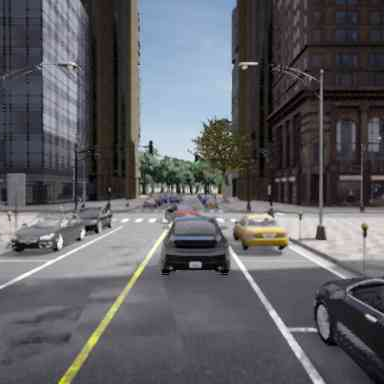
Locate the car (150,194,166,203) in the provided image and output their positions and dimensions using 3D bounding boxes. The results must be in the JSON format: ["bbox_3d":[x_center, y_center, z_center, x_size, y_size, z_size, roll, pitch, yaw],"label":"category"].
[{"bbox_3d":[-5.765,1.261,51.883,2.192,1.841,5.009,-1,0,0],"label":"car"}]

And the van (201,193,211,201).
[{"bbox_3d":[2.760,1.287,51.890,1.690,1.788,3.998,-1,0,0],"label":"van"}]

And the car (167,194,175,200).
[{"bbox_3d":[-5.756,1.368,91.641,1.887,1.381,4.507,0,0,0],"label":"car"}]

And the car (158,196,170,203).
[{"bbox_3d":[-5.760,1.450,68.923,2.008,1.369,4.403,-1,0,0],"label":"car"}]

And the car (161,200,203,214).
[{"bbox_3d":[-0.833,1.553,25.069,1.994,1.385,4.181,0,0,-14],"label":"car"}]

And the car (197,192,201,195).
[{"bbox_3d":[2.767,1.413,80.287,2.008,1.369,4.403,-1,0,0],"label":"car"}]

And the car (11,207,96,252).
[{"bbox_3d":[-5.770,1.549,13.854,2.008,1.369,4.403,-1,0,0],"label":"car"}]

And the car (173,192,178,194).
[{"bbox_3d":[-2.989,1.376,76.097,1.837,1.490,4.892,0,0,0],"label":"car"}]

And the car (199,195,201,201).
[{"bbox_3d":[2.764,1.498,57.570,1.947,1.339,4.313,-1,0,0],"label":"car"}]

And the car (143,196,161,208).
[{"bbox_3d":[-5.763,1.540,46.203,1.802,1.307,4.206,-1,0,0],"label":"car"}]

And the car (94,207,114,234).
[{"bbox_3d":[-5.769,1.560,19.233,1.947,1.339,4.313,-1,0,0],"label":"car"}]

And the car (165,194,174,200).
[{"bbox_3d":[-5.758,1.283,85.961,1.967,1.590,4.097,0,0,0],"label":"car"}]

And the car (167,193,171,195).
[{"bbox_3d":[-5.763,1.232,63.243,2.192,1.841,5.009,-1,0,0],"label":"car"}]

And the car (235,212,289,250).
[{"bbox_3d":[2.755,1.524,14.197,1.752,1.417,4.829,-1,0,0],"label":"car"}]

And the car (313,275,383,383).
[{"bbox_3d":[2.754,1.552,3.621,2.008,1.369,4.403,-1,0,0],"label":"car"}]

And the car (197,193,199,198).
[{"bbox_3d":[2.766,1.426,74.608,1.887,1.381,4.507,-1,0,0],"label":"car"}]

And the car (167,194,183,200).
[{"bbox_3d":[-3.034,1.526,59.953,1.895,1.301,4.718,0,0,1],"label":"car"}]

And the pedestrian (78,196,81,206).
[{"bbox_3d":[-12.518,0.928,37.033,0.500,1.100,0.500,0,0,0],"label":"pedestrian"}]

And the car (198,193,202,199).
[{"bbox_3d":[2.765,1.425,69.099,1.752,1.417,4.829,-1,0,0],"label":"car"}]

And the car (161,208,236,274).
[{"bbox_3d":[0.092,1.506,10.520,1.837,1.490,4.892,0,1,0],"label":"car"}]

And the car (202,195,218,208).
[{"bbox_3d":[2.761,1.483,46.380,1.752,1.417,4.829,-1,0,0],"label":"car"}]
